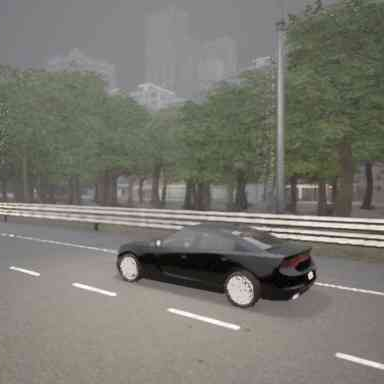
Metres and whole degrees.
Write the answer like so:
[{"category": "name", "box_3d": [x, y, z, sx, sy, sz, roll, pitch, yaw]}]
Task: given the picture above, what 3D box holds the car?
[{"category": "car", "box_3d": [0.304, 1.485, 7.953, 5.008, 1.535, 1.882, 0, 0, 36]}]
